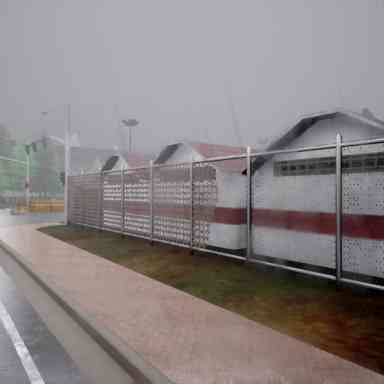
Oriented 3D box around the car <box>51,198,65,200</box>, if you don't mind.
[{"bbox_3d":[-17.132,1.505,42.327,4.892,1.490,1.837,0,0,-38],"label":"car"}]
